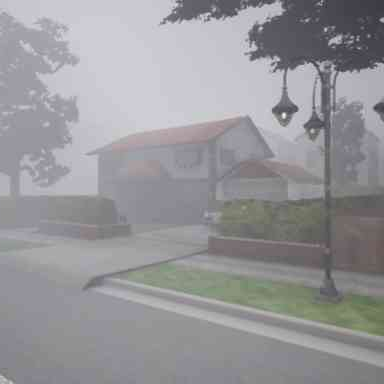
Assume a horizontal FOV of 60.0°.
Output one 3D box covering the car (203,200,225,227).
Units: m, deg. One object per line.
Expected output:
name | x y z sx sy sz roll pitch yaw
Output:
car | 2.282 1.193 18.693 1.970 1.475 3.806 0 0 36
